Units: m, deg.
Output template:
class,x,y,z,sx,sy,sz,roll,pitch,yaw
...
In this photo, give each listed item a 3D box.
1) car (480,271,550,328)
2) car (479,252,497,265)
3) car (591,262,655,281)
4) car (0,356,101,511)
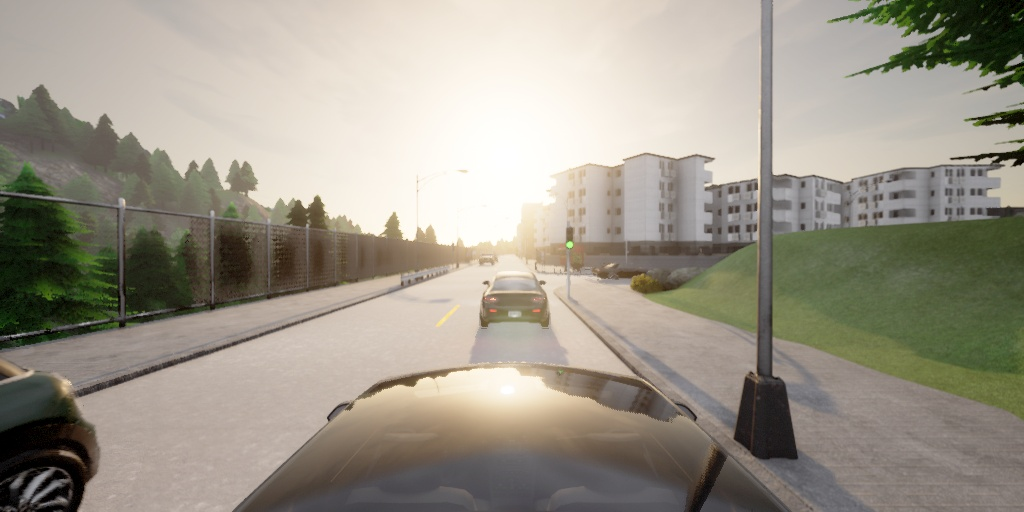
class,x,y,z,sx,sy,sz,roll,pitch,yaw
car,0.076,1.188,10.853,1.812,1.442,4.674,0,1,0
car,-4.039,0.435,57.797,2.150,2.045,5.566,0,0,1
car,8.306,1.118,25.949,4.718,1.301,1.895,0,0,-4
car,-4.092,1.112,0.620,2.097,1.767,4.553,0,1,0
